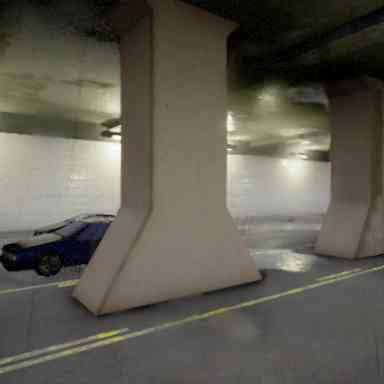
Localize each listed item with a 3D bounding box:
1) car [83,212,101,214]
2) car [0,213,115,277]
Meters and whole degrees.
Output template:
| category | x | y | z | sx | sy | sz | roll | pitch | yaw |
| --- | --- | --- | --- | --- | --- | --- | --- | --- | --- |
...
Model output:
| category | x | y | z | sx | sy | sz | roll | pitch | yaw |
| --- | --- | --- | --- | --- | --- | --- | --- | --- | --- |
| car | -4.282 | 1.565 | 13.836 | 4.181 | 1.385 | 1.994 | 0 | 0 | -36 |
| car | -2.940 | 1.548 | 10.494 | 5.357 | 1.411 | 2.033 | 0 | 0 | -36 |
